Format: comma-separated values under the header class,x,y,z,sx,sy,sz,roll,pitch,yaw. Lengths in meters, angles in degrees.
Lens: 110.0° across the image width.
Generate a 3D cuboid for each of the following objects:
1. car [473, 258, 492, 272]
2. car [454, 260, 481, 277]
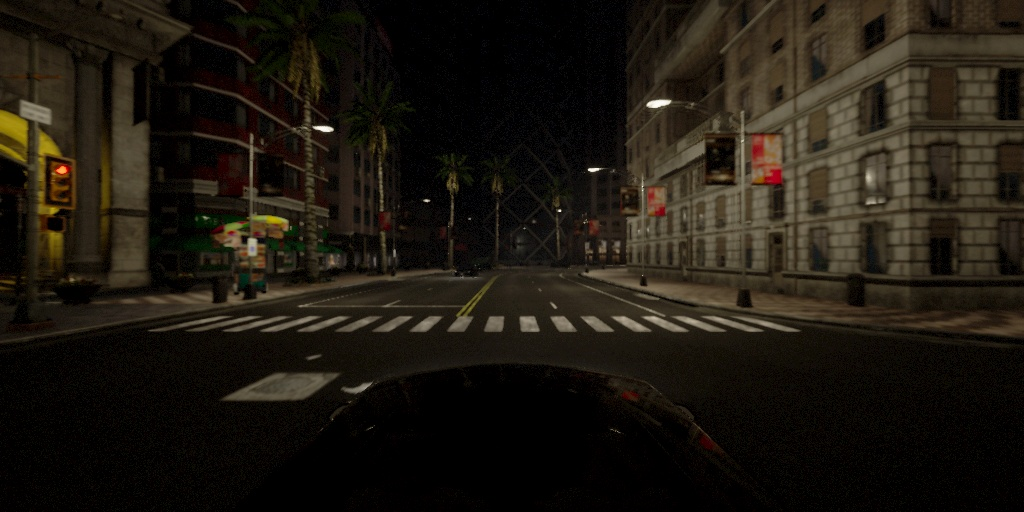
class,x,y,z,sx,sy,sz,roll,pitch,yaw
car,-4.599,1.267,51.887,2.150,2.045,5.566,0,0,17
car,-4.930,1.549,38.940,1.812,1.442,4.674,0,1,5
